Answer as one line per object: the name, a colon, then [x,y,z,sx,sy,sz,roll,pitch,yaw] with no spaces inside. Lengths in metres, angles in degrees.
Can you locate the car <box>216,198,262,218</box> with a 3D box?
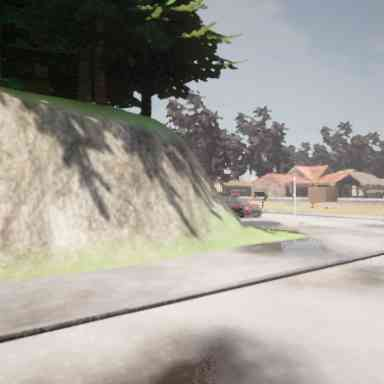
car: [4.219,1.356,30.307,2.097,1.767,4.553,0,0,-36]
